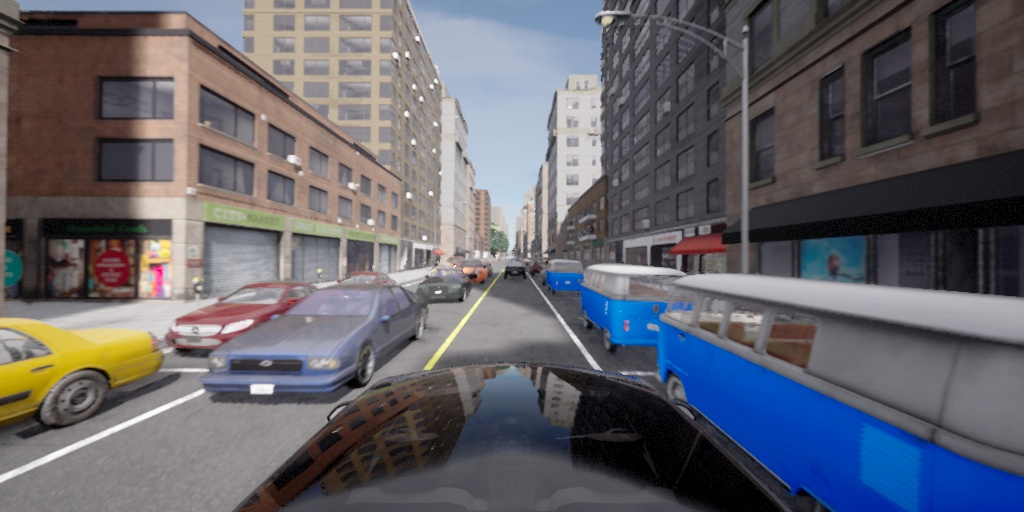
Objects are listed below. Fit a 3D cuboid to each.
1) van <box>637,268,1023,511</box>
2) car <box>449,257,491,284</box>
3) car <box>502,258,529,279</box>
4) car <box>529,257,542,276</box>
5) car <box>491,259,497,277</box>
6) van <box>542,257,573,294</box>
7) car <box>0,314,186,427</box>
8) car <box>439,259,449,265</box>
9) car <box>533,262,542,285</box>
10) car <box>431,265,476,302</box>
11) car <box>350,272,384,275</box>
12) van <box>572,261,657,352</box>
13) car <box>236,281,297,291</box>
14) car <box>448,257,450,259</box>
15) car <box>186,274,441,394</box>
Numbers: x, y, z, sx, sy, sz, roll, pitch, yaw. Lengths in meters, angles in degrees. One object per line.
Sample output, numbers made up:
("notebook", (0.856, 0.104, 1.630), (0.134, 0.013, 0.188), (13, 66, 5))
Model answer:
("van", (2.668, 1.107, 3.157), (1.690, 1.789, 3.998), (0, 0, 0))
("car", (-2.918, 1.063, 26.194), (2.097, 1.767, 4.553), (0, 0, 1))
("car", (0.275, 1.205, 32.722), (1.882, 1.535, 5.008), (0, 0, 0))
("car", (2.864, 1.057, 36.105), (2.192, 1.841, 5.009), (0, 0, 0))
("car", (-2.817, 1.274, 34.135), (1.994, 1.385, 4.181), (0, 0, 0))
("van", (2.767, 1.093, 19.631), (1.690, 1.789, 3.998), (0, 0, 0))
("car", (-5.865, 1.237, 3.013), (1.751, 1.417, 4.829), (0, 0, 0))
("car", (-5.699, 1.216, 30.478), (1.751, 1.417, 4.829), (0, 0, 0))
("car", (2.799, 1.299, 25.123), (2.007, 1.370, 4.403), (0, 0, 0))
("car", (-3.018, 1.282, 16.676), (1.994, 1.385, 4.181), (0, 0, 0))
("car", (-5.798, 1.284, 14.168), (1.802, 1.307, 4.207), (0, 0, 0))
("van", (2.701, 1.101, 8.648), (1.690, 1.789, 3.998), (0, 0, 0))
("car", (-5.831, 1.288, 8.676), (1.802, 1.307, 4.207), (0, 0, 0))
("car", (-5.665, 1.003, 36.140), (2.192, 1.841, 5.009), (0, 0, 0))
("car", (-3.077, 1.273, 7.136), (2.033, 1.411, 5.357), (0, 0, 1))
